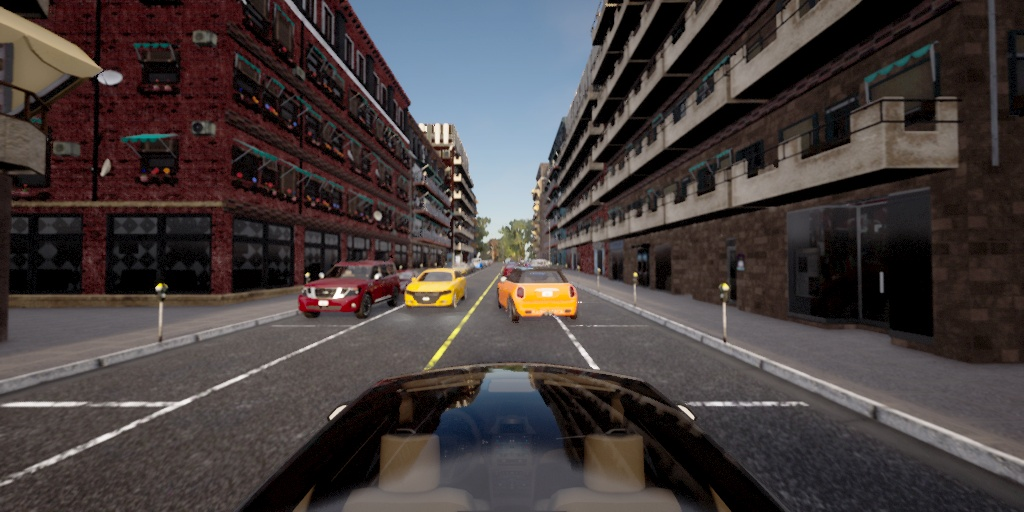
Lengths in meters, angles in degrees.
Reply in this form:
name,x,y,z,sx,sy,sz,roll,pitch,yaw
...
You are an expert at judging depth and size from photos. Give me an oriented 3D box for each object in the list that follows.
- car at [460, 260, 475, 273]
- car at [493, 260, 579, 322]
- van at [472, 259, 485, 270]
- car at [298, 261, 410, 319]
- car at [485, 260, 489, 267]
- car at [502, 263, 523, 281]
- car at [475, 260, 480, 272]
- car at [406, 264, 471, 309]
name,x,y,z,sx,sy,sz,roll,pitch,yaw
car,-5.712,1.442,41.001,1.751,1.417,4.829,0,0,0
car,0.709,1.148,12.687,2.097,1.767,4.553,0,0,-9
van,-5.723,1.329,57.884,1.690,1.789,3.998,0,0,0
car,-5.696,1.114,13.315,2.192,1.841,5.009,0,0,0
car,-5.726,1.562,63.454,2.007,1.370,4.403,0,0,0
car,0.078,1.408,33.060,1.812,1.442,4.674,0,0,0
car,-5.716,1.506,46.742,1.948,1.339,4.313,0,0,0
car,-3.107,1.285,15.448,1.882,1.535,5.008,0,0,0
